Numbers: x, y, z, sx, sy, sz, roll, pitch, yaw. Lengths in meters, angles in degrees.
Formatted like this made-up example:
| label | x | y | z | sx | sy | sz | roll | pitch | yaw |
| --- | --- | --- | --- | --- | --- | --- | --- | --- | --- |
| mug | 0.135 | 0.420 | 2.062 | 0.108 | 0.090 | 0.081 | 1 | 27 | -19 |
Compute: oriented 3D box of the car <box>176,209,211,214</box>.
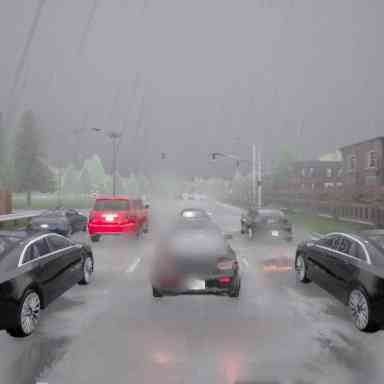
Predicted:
| label | x | y | z | sx | sy | sz | roll | pitch | yaw |
| --- | --- | --- | --- | --- | --- | --- | --- | --- | --- |
| car | 0.062 | 1.566 | 17.441 | 1.994 | 1.385 | 4.181 | 0 | 0 | 0 |

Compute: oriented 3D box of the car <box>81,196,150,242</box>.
| label | x | y | z | sx | sy | sz | roll | pitch | yaw |
| --- | --- | --- | --- | --- | --- | --- | --- | --- | --- |
| car | -3.435 | 1.223 | 16.544 | 2.150 | 2.045 | 5.566 | 0 | 0 | 0 |

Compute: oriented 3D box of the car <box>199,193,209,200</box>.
| label | x | y | z | sx | sy | sz | roll | pitch | yaw |
| --- | --- | --- | --- | --- | --- | --- | --- | --- | --- |
| car | 3.378 | 1.226 | 89.823 | 2.150 | 2.045 | 5.566 | 0 | 0 | 0 |

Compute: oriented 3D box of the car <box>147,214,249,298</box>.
| label | x | y | z | sx | sy | sz | roll | pitch | yaw |
| --- | --- | --- | --- | --- | --- | --- | --- | --- | --- |
| car | 0.085 | 1.527 | 8.382 | 1.812 | 1.442 | 4.674 | 0 | 0 | 0 |

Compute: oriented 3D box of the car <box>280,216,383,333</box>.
| label | x | y | z | sx | sy | sz | roll | pitch | yaw |
| --- | --- | --- | --- | --- | --- | --- | --- | --- | --- |
| car | 3.585 | 1.492 | 6.768 | 2.128 | 1.511 | 4.902 | 0 | 0 | 0 |

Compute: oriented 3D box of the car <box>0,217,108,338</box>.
| label | x | y | z | sx | sy | sz | roll | pitch | yaw |
| --- | --- | --- | --- | --- | --- | --- | --- | --- | --- |
| car | -3.416 | 1.492 | 6.597 | 2.128 | 1.511 | 4.902 | 0 | 0 | 0 |

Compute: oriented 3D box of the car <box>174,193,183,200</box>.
| label | x | y | z | sx | sy | sz | roll | pitch | yaw |
| --- | --- | --- | --- | --- | --- | --- | --- | --- | --- |
| car | -3.622 | 1.226 | 89.814 | 2.150 | 2.045 | 5.566 | 0 | 0 | 0 |

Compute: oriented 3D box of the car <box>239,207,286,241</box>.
| label | x | y | z | sx | sy | sz | roll | pitch | yaw |
| --- | --- | --- | --- | --- | --- | --- | --- | --- | --- |
| car | 3.561 | 1.508 | 16.545 | 1.837 | 1.490 | 4.892 | 0 | 0 | 0 |

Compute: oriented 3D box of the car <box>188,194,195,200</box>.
| label | x | y | z | sx | sy | sz | roll | pitch | yaw |
| --- | --- | --- | --- | --- | --- | --- | --- | --- | --- |
| car | -0.122 | 1.541 | 89.788 | 2.033 | 1.411 | 5.357 | 0 | 0 | 0 |

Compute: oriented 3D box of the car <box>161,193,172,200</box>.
| label | x | y | z | sx | sy | sz | roll | pitch | yaw |
| --- | --- | --- | --- | --- | --- | --- | --- | --- | --- |
| car | -7.122 | 1.226 | 89.809 | 2.150 | 2.045 | 5.566 | 0 | 0 | 0 |

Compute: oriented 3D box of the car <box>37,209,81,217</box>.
| label | x | y | z | sx | sy | sz | roll | pitch | yaw |
| --- | --- | --- | --- | --- | --- | --- | --- | --- | --- |
| car | -6.937 | 1.566 | 17.657 | 1.994 | 1.385 | 4.181 | 0 | 0 | 0 |
